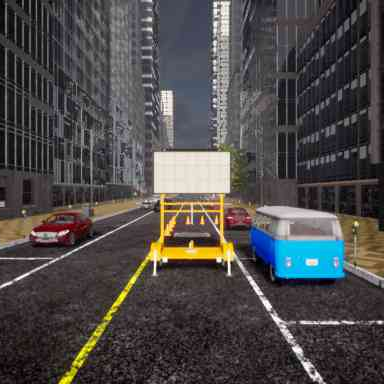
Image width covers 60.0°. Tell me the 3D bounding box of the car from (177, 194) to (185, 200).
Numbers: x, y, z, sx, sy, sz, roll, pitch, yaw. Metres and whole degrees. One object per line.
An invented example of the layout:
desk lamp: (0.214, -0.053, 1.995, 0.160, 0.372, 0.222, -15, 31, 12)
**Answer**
car: (-2.994, 1.407, 90.264, 1.882, 1.535, 5.008, 0, 0, 0)

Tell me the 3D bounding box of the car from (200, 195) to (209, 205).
car: (2.694, 1.544, 49.150, 2.008, 1.369, 4.403, 0, 0, 0)

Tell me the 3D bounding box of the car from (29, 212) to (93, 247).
car: (-5.690, 1.581, 14.999, 1.802, 1.307, 4.206, 0, 0, 0)

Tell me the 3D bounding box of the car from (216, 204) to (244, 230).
car: (2.692, 1.581, 20.688, 1.802, 1.307, 4.206, 0, 0, 0)

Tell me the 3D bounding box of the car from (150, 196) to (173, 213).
car: (-3.098, 1.476, 36.631, 1.882, 1.535, 5.008, 0, 0, 0)

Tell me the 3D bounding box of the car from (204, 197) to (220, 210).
car: (2.693, 1.581, 37.766, 1.802, 1.307, 4.206, 0, 0, 0)

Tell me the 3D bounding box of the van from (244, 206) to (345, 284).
van: (2.691, 1.341, 9.304, 1.690, 1.788, 3.998, 0, 0, 0)

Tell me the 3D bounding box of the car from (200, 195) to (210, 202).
car: (2.696, 1.401, 71.920, 1.967, 1.590, 4.097, 0, 0, 0)

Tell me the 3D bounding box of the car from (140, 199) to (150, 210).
car: (-5.687, 1.548, 43.462, 2.008, 1.369, 4.403, 0, 0, 0)

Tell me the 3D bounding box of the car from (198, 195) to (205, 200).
car: (2.698, 1.462, 94.690, 1.887, 1.381, 4.507, 0, 0, 0)

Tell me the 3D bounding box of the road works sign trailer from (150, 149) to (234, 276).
road works sign trailer: (0.001, 0.464, 10.323, 2.380, 3.560, 2.880, 0, 0, 0)

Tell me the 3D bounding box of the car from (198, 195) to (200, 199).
car: (2.696, 1.410, 66.228, 1.967, 1.590, 4.097, 0, 0, 0)

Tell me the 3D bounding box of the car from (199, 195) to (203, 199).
car: (2.695, 1.538, 54.843, 2.008, 1.369, 4.403, 0, 0, 0)
